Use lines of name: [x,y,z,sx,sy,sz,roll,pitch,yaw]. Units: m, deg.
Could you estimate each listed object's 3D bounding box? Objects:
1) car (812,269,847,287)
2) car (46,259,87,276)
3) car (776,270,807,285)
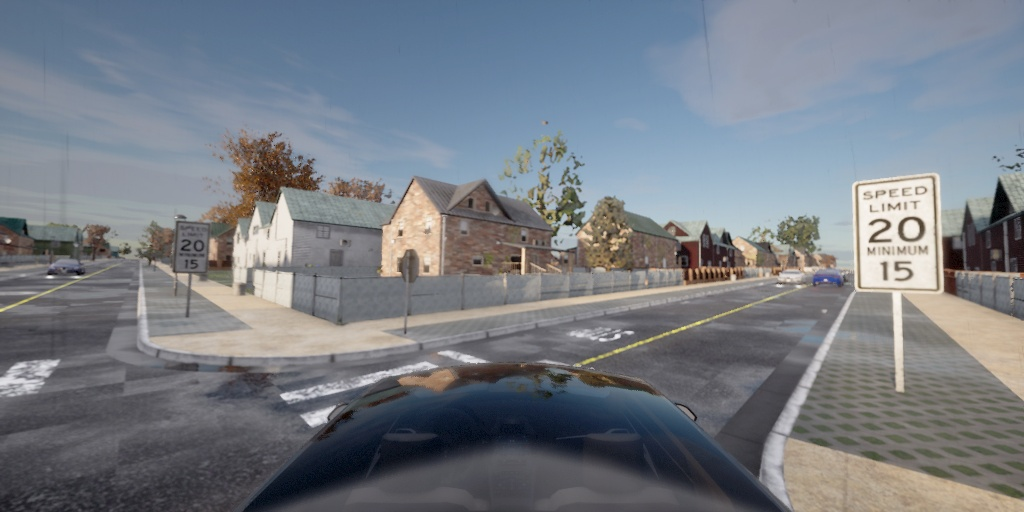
car: [28.426,1.943,32.211,5.008,1.535,1.882,1,-2,-45]
car: [-40.507,1.009,32.694,4.674,1.442,1.812,0,-3,44]
car: [27.782,2.084,35.548,1.812,1.442,4.674,-2,-2,45]
